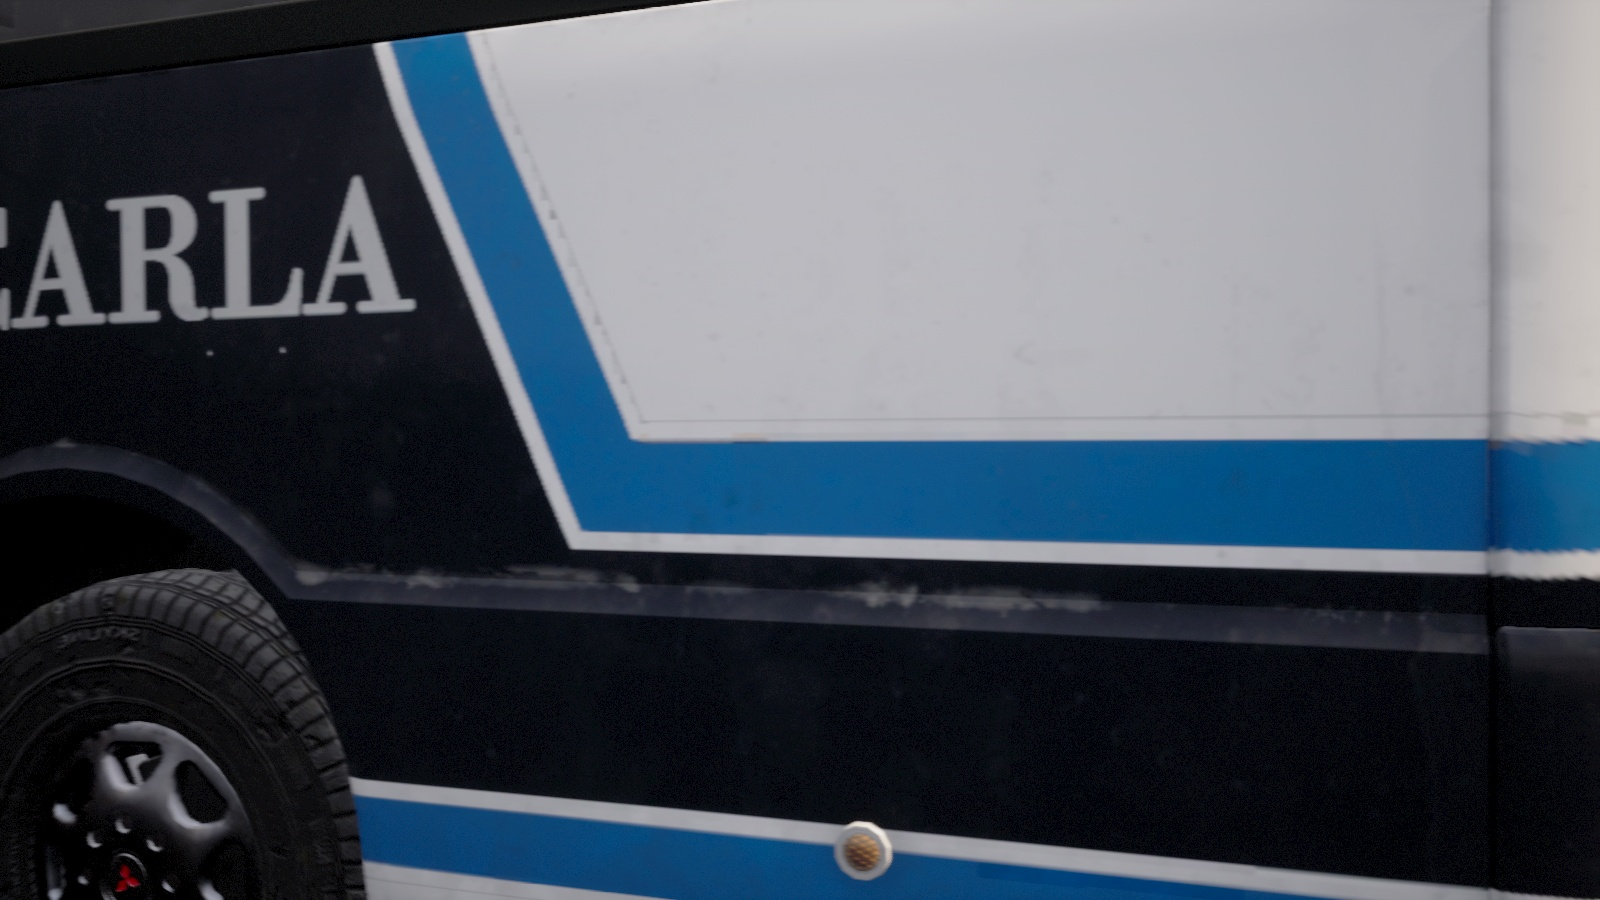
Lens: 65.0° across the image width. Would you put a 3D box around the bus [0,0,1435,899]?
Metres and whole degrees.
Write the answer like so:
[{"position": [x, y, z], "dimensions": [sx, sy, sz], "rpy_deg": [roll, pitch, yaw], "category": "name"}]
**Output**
[{"position": [-3.539, -0.642, 4.890], "dimensions": [10.273, 4.253, 3.944], "rpy_deg": [0, 1, 19], "category": "bus"}]
